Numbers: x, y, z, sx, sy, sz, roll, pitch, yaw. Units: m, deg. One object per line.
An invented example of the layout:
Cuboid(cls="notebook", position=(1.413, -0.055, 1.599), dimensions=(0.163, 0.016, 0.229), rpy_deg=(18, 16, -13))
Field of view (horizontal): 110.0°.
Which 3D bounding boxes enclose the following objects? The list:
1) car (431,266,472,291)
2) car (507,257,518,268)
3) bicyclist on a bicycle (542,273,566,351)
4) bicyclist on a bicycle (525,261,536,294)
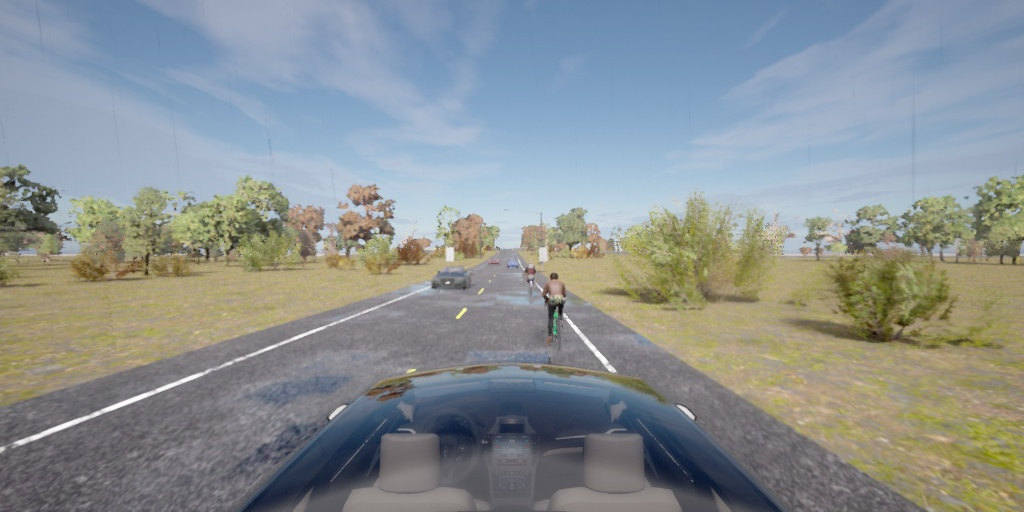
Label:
Cuboid(cls="car", position=(-3.600, 1.310, 22.036), dimensions=(1.994, 1.385, 4.181), rpy_deg=(0, 0, 0))
Cuboid(cls="car", position=(0.102, 1.249, 60.189), dimensions=(2.033, 1.411, 5.357), rpy_deg=(0, 1, 0))
Cuboid(cls="bicyclist on a bicycle", position=(0.962, 1.202, 8.045), dimensions=(0.582, 1.620, 1.656), rpy_deg=(0, 0, 0))
Cuboid(cls="bicyclist on a bicycle", position=(0.963, 1.117, 18.647), dimensions=(0.659, 1.776, 1.843), rpy_deg=(0, 0, 0))
